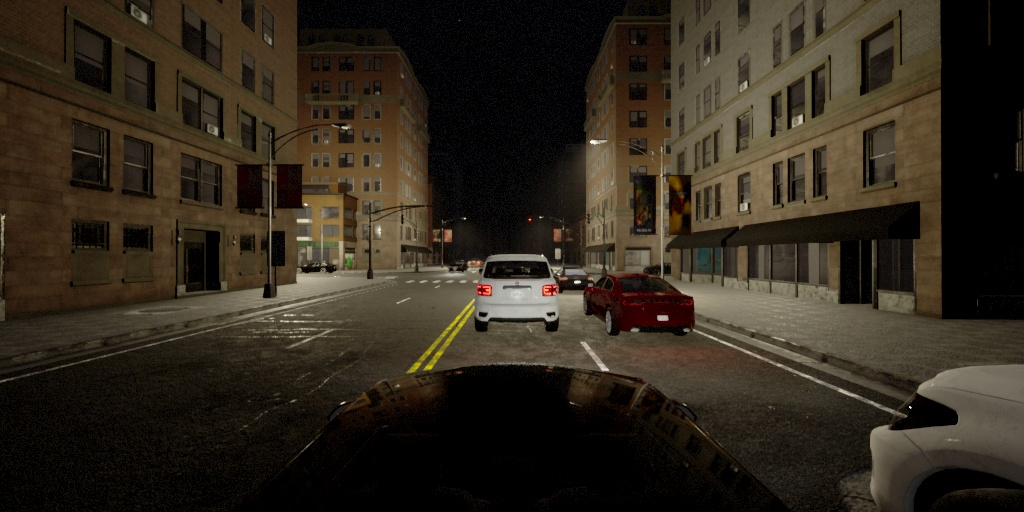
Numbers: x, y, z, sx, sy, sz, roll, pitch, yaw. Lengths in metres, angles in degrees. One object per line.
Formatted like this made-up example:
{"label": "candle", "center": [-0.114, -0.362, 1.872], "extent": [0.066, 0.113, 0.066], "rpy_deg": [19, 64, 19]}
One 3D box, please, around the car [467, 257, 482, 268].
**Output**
{"label": "car", "center": [-6.441, 1.091, 62.205], "extent": [2.097, 1.767, 4.553], "rpy_deg": [0, 0, 0]}

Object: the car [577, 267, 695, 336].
{"label": "car", "center": [3.369, 1.227, 10.441], "extent": [1.882, 1.535, 5.008], "rpy_deg": [0, 0, 0]}

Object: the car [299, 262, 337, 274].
{"label": "car", "center": [-22.042, 1.325, 40.345], "extent": [4.313, 1.339, 1.948], "rpy_deg": [0, 0, 0]}

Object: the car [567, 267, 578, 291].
{"label": "car", "center": [3.389, 1.313, 20.529], "extent": [1.994, 1.385, 4.181], "rpy_deg": [0, 0, 0]}

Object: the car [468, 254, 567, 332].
{"label": "car", "center": [0.123, 0.971, 11.009], "extent": [2.150, 2.045, 5.566], "rpy_deg": [0, 0, 0]}

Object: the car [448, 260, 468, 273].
{"label": "car", "center": [-6.508, 1.246, 43.496], "extent": [2.128, 1.511, 4.902], "rpy_deg": [0, 0, 0]}

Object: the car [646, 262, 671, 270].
{"label": "car", "center": [16.111, 1.350, 37.882], "extent": [4.181, 1.385, 1.994], "rpy_deg": [0, 0, 0]}

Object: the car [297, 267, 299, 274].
{"label": "car", "center": [-22.101, 1.169, 32.320], "extent": [4.097, 1.591, 1.967], "rpy_deg": [0, 0, 0]}
